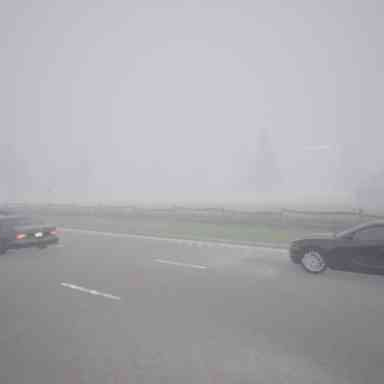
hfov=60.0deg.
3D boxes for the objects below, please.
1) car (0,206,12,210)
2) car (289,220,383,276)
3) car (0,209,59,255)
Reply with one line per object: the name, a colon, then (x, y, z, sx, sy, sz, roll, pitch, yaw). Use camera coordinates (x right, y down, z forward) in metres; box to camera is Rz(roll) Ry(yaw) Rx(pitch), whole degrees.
car: (-13.405, 1.666, 22.099, 4.892, 1.490, 1.837, 0, 0, 35)
car: (5.165, 1.484, 8.905, 5.008, 1.535, 1.882, 0, 0, 35)
car: (-7.729, 1.645, 13.793, 5.357, 1.411, 2.033, 0, 0, 35)
